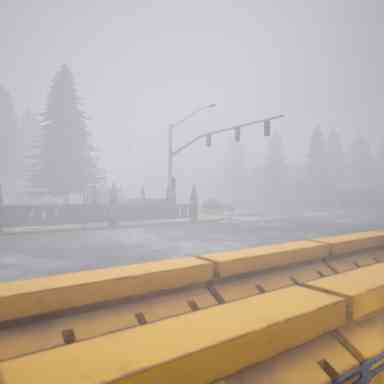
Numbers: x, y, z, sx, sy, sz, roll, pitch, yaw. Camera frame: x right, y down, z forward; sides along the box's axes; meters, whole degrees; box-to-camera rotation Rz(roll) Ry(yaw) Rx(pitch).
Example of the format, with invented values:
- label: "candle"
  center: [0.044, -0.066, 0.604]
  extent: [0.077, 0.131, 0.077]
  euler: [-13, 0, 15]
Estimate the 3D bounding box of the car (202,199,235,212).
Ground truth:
- label: "car"
  center: [3.052, 1.525, 39.655]
  extent: [1.812, 1.442, 4.674]
  euler: [0, 0, -35]
